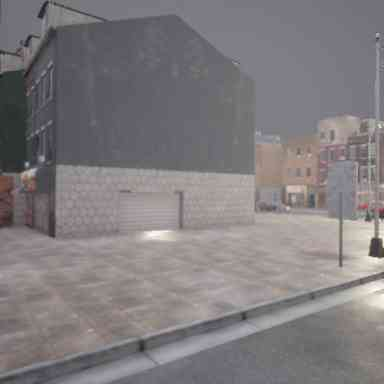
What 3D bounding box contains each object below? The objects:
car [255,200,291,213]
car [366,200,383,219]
[{"bbox_3d":[9.573,1.724,39.948,2.128,1.511,4.902,1,0,-35],"label":"car"},{"bbox_3d":[17.633,1.538,28.684,2.097,1.767,4.553,1,-1,-36],"label":"car"}]
